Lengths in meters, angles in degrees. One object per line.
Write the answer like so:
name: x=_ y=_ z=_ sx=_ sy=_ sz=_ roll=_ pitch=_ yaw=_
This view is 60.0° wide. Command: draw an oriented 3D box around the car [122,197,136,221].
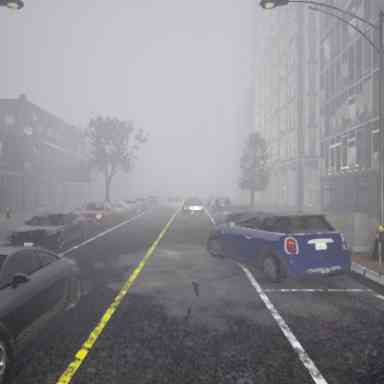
car: x=-5.684 y=1.311 z=24.876 sx=1.752 sy=1.417 sz=4.829 roll=1 pitch=0 yaw=0

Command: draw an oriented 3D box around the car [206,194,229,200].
car: x=2.663 y=1.177 z=30.636 sx=1.967 sy=1.590 sz=4.097 roll=1 pitch=0 yaw=0

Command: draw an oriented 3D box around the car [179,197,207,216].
car: x=0.081 y=1.347 z=29.559 sx=1.895 sy=1.301 sz=4.718 roll=0 pitch=1 yaw=0

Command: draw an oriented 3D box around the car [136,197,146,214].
car: x=-5.686 y=1.319 z=30.690 sx=1.802 sy=1.307 sz=4.206 roll=1 pitch=0 yaw=0

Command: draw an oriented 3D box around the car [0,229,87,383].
car: x=-3.102 y=1.522 z=4.756 sx=1.994 sy=1.385 sz=4.181 roll=0 pitch=0 yaw=0

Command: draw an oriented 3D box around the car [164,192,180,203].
car: x=-3.037 y=1.094 z=55.343 sx=1.994 sy=1.385 sz=4.181 roll=0 pitch=0 yaw=0

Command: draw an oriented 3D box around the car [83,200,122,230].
car: x=-5.681 y=1.272 z=19.402 sx=1.967 sy=1.590 sz=4.097 roll=1 pitch=0 yaw=0

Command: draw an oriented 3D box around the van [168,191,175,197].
van: x=-5.697 y=0.559 z=92.771 sx=1.690 sy=1.788 sz=3.998 roll=1 pitch=0 yaw=0

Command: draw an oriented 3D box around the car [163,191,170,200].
car: x=-5.694 y=1.003 z=64.553 sx=2.008 sy=1.369 sz=4.403 roll=1 pitch=0 yaw=0

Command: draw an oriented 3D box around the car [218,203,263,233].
car: x=2.664 y=1.399 z=19.349 sx=1.947 sy=1.339 sz=4.313 roll=1 pitch=0 yaw=0

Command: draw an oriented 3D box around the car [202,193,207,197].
car: x=2.659 y=1.208 z=41.925 sx=1.947 sy=1.339 sz=4.313 roll=1 pitch=0 yaw=0

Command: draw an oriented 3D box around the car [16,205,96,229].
car: x=-5.682 y=1.446 z=13.759 sx=1.947 sy=1.339 sz=4.313 roll=1 pitch=0 yaw=0

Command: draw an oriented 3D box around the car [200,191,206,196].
car: x=2.655 y=1.024 z=59.026 sx=1.752 sy=1.417 sz=4.829 roll=1 pitch=0 yaw=0

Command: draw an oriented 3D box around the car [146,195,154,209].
car: x=-5.687 y=1.234 z=36.334 sx=1.887 sy=1.381 sz=4.507 roll=1 pitch=0 yaw=0

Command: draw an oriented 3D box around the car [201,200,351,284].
car: x=2.206 y=1.267 z=9.711 sx=2.097 sy=1.767 sz=4.553 roll=0 pitch=0 yaw=-22

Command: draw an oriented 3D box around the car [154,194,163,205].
car: x=-5.690 y=1.160 z=47.622 sx=1.947 sy=1.339 sz=4.313 roll=1 pitch=0 yaw=0

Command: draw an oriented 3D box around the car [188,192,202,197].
car: x=0.080 y=1.134 z=50.486 sx=1.994 sy=1.385 sz=4.181 roll=0 pitch=0 yaw=0

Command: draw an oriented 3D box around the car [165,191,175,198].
car: x=-5.695 y=0.579 z=87.127 sx=2.192 sy=1.841 sz=5.009 roll=1 pitch=0 yaw=0

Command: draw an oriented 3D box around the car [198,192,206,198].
car: x=2.648 y=0.831 z=87.076 sx=1.947 sy=1.339 sz=4.313 roll=1 pitch=0 yaw=0
